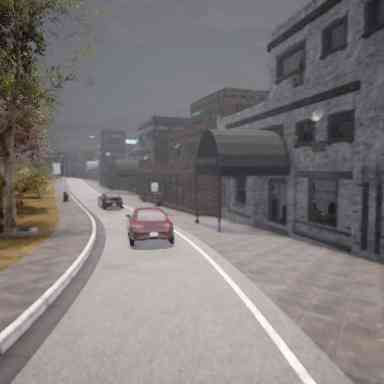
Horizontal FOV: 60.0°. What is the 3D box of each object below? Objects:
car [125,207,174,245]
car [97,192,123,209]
[{"bbox_3d":[-1.958,1.402,14.949,1.812,1.442,4.674,-1,1,-13],"label":"car"},{"bbox_3d":[-7.909,0.750,32.118,1.837,1.490,4.892,-2,4,-22],"label":"car"}]
